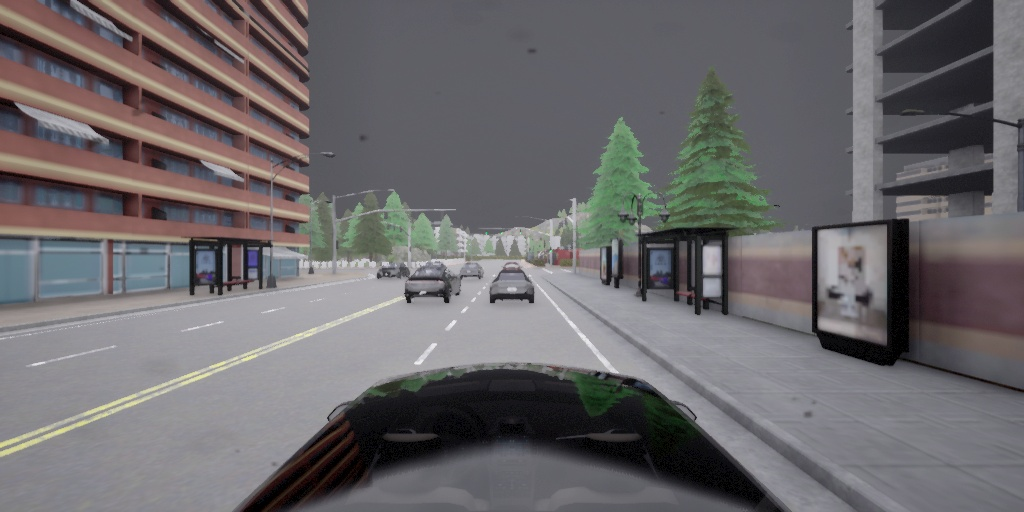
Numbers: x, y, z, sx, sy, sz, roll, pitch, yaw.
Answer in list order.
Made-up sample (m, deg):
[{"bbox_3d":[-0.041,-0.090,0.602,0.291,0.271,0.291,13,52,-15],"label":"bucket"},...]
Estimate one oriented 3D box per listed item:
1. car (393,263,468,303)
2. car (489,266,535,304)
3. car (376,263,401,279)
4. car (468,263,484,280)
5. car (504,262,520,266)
[{"bbox_3d":[-3.500,1.243,16.500,2.128,1.511,4.902,0,0,0],"label":"car"},{"bbox_3d":[0.000,1.320,16.500,1.994,1.385,4.181,0,0,0],"label":"car"},{"bbox_3d":[-10.500,1.348,31.970,1.994,1.385,4.181,0,0,0],"label":"car"},{"bbox_3d":[-3.500,1.311,31.500,2.033,1.411,5.357,0,0,0],"label":"car"},{"bbox_3d":[0.000,1.281,31.500,1.812,1.442,4.674,0,0,0],"label":"car"}]
